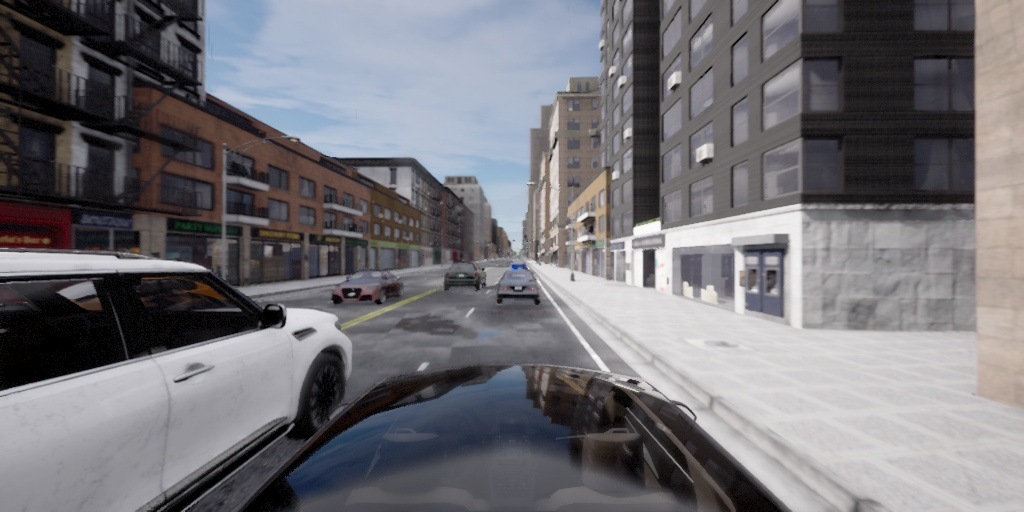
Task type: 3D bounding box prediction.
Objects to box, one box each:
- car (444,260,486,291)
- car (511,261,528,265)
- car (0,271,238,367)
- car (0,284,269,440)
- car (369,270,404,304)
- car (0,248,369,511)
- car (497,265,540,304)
[{"bbox_3d":[-2.818,1.134,22.455,2.097,1.767,4.553,0,0,1],"label":"car"},{"bbox_3d":[0.869,1.291,43.827,1.882,1.535,5.008,0,0,1],"label":"car"},{"bbox_3d":[-9.720,1.229,8.916,1.882,1.535,5.008,0,0,2],"label":"car"},{"bbox_3d":[-6.511,1.314,6.012,1.994,1.385,4.181,0,0,1],"label":"car"},{"bbox_3d":[-6.365,1.332,16.243,1.994,1.385,4.181,0,0,0],"label":"car"},{"bbox_3d":[-3.125,0.971,2.253,2.150,2.045,5.566,0,0,0],"label":"car"},{"bbox_3d":[0.304,1.324,16.671,2.033,1.411,5.357,0,0,1],"label":"car"}]
